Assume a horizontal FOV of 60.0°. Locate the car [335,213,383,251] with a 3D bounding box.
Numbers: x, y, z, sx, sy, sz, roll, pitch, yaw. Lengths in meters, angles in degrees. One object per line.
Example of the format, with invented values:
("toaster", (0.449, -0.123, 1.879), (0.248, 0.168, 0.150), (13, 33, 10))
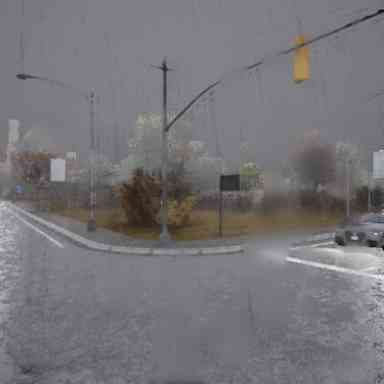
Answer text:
("car", (7.823, 1.573, 13.901), (4.181, 1.385, 1.994), (0, 0, -36))
